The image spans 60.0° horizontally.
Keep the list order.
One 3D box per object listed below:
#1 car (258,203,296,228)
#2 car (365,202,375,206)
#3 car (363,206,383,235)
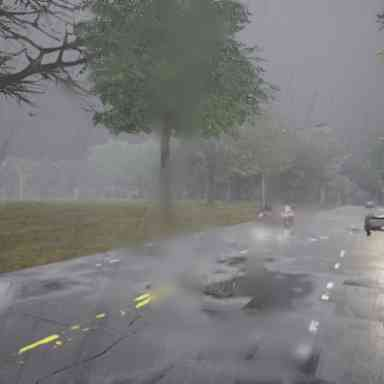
[{"bbox_3d":[6.665,1.787,25.929,2.097,1.767,4.553,0,-1,27],"label":"car"},{"bbox_3d":[39.765,2.957,74.270,1.882,1.535,5.008,0,-1,28],"label":"car"},{"bbox_3d":[12.060,1.880,21.132,2.128,1.511,4.902,0,-1,27],"label":"car"}]
